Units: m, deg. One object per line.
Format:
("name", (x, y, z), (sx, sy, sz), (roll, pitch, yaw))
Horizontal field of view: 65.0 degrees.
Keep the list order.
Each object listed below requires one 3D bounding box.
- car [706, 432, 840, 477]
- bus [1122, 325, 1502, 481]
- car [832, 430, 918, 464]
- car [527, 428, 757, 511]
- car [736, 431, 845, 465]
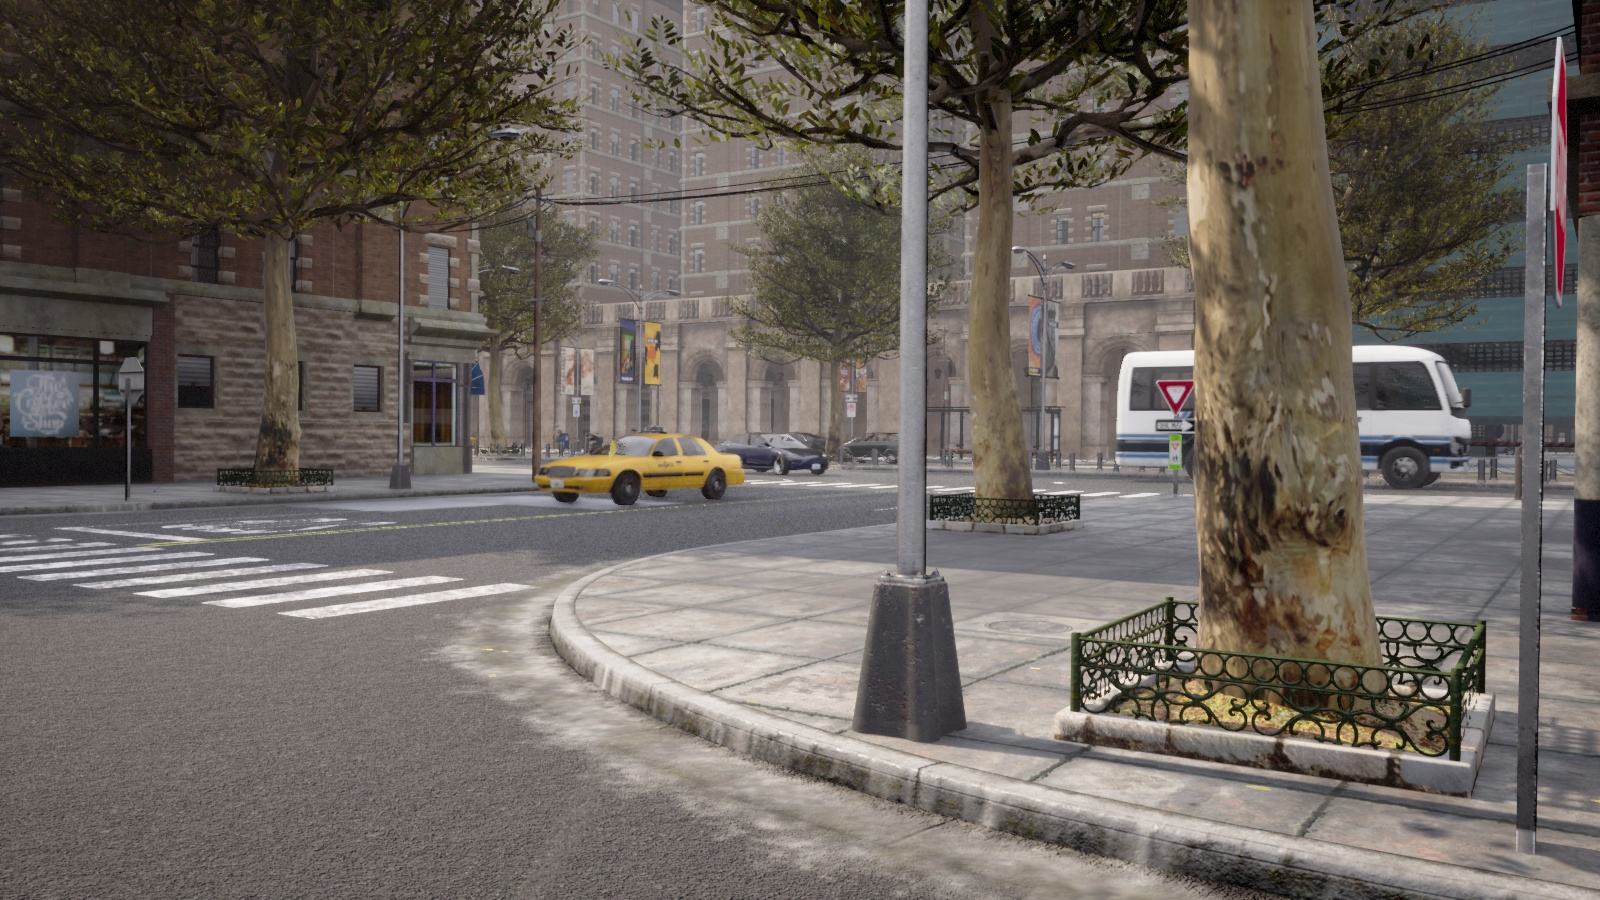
("car", (-1.012, 0.134, 44.387), (2.163, 1.488, 4.792), (-1, 1, -42))
("bus", (15.635, -1.316, 38.735), (10.273, 4.253, 3.944), (0, 1, 33))
("car", (3.586, -0.148, 60.441), (3.705, 1.549, 1.789), (0, 1, 33))
("car", (-3.179, 0.336, 26.613), (1.801, 1.575, 5.366), (0, 1, 33))
("car", (-0.486, -0.067, 58.930), (4.892, 1.490, 1.837), (-1, 0, 33))
